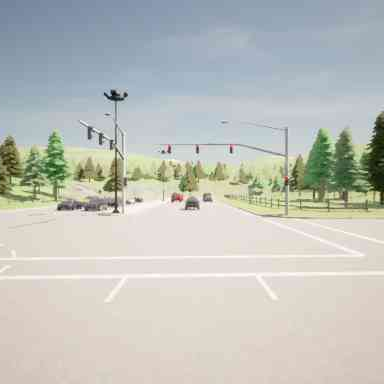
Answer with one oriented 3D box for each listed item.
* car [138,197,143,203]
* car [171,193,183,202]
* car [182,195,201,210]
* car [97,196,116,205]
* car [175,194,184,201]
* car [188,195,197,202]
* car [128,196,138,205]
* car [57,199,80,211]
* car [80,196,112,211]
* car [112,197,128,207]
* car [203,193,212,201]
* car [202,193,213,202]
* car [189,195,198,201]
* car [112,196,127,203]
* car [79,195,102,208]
[{"bbox_3d":[-11.449,1.595,69.889,1.895,1.301,4.718,0,0,0],"label":"car"},{"bbox_3d":[-3.413,1.220,73.812,2.150,2.045,5.566,0,0,1],"label":"car"},{"bbox_3d":[0.029,1.504,43.173,1.837,1.490,4.892,0,0,0],"label":"car"},{"bbox_3d":[-15.032,1.491,58.593,2.128,1.511,4.902,0,0,0],"label":"car"},{"bbox_3d":[-3.183,1.419,84.557,1.882,1.535,5.008,0,0,2],"label":"car"},{"bbox_3d":[0.091,1.475,74.192,1.882,1.535,5.008,0,0,1],"label":"car"},{"bbox_3d":[-11.537,1.601,59.696,1.895,1.301,4.718,0,0,1],"label":"car"},{"bbox_3d":[-15.060,1.564,41.207,1.994,1.385,4.181,0,0,1],"label":"car"},{"bbox_3d":[-11.572,1.505,40.374,1.837,1.490,4.892,0,0,0],"label":"car"},{"bbox_3d":[-11.564,1.547,50.112,2.033,1.411,5.357,0,0,0],"label":"car"},{"bbox_3d":[3.815,1.166,84.398,2.150,2.045,5.566,0,0,2],"label":"car"},{"bbox_3d":[3.587,1.536,73.774,2.033,1.411,5.357,0,0,1],"label":"car"},{"bbox_3d":[0.316,1.466,84.463,2.128,1.511,4.902,0,0,2],"label":"car"},{"bbox_3d":[-14.950,1.595,68.736,1.895,1.301,4.718,0,0,0],"label":"car"},{"bbox_3d":[-15.060,1.352,49.714,2.097,1.767,4.553,0,0,0],"label":"car"}]
